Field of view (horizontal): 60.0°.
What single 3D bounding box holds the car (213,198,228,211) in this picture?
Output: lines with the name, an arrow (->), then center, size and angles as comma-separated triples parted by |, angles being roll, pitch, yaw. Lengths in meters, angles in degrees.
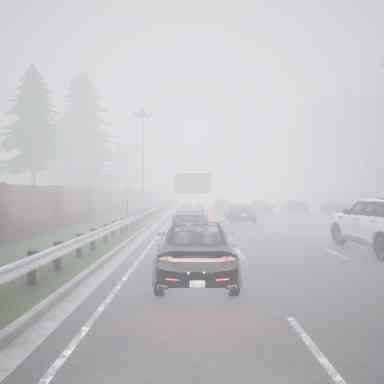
car -> 3.602, 1.477, 39.977 | 1.882, 1.535, 5.008 | 0, 0, 0

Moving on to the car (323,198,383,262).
car -> 7.101, 1.222, 12.204 | 2.150, 2.045, 5.566 | 0, 0, 0

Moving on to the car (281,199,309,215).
car -> 10.601, 1.491, 34.516 | 2.128, 1.511, 4.902 | 0, 0, 0

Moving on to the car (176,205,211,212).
car -> 0.034, 1.474, 19.033 | 1.882, 1.535, 5.008 | 0, 0, 5

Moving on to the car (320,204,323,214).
car -> 14.101, 1.477, 32.365 | 1.882, 1.535, 5.008 | 0, 0, 0

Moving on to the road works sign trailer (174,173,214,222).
road works sign trailer -> 0.066, 0.464, 22.953 | 2.380, 3.560, 2.880 | 0, 0, -1

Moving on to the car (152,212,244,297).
car -> 0.101, 1.491, 8.589 | 2.128, 1.511, 4.902 | 0, 0, 0

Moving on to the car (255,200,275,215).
car -> 7.102, 1.547, 34.385 | 2.033, 1.411, 5.357 | 0, 0, 0

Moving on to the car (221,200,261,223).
car -> 3.601, 1.561, 25.214 | 1.994, 1.385, 4.181 | 0, 0, 0
